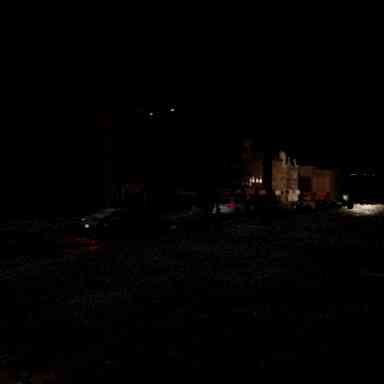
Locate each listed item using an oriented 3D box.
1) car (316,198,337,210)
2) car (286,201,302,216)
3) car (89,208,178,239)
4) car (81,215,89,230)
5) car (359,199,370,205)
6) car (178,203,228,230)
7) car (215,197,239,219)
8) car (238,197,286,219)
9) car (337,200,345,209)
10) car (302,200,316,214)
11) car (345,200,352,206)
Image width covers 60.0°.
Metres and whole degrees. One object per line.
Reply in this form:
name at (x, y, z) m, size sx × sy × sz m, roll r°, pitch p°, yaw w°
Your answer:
car at (19.845, 1.921, 50.036) m, size 1.967 × 1.590 × 4.097 m, roll -1°, pitch -1°, yaw 36°
car at (10.143, 1.848, 36.445) m, size 1.752 × 1.417 × 4.829 m, roll -1°, pitch -1°, yaw 36°
car at (-3.023, 1.702, 18.003) m, size 1.947 × 1.339 × 4.313 m, roll -1°, pitch -1°, yaw 36°
car at (-4.524, 1.681, 20.432) m, size 1.812 × 1.442 × 4.674 m, roll 0°, pitch -1°, yaw 36°
car at (42.710, 2.504, 82.060) m, size 1.947 × 1.339 × 4.313 m, roll -1°, pitch -1°, yaw 36°
car at (0.343, 1.708, 22.718) m, size 1.752 × 1.417 × 4.829 m, roll -1°, pitch -1°, yaw 36°
car at (4.222, 1.493, 32.679) m, size 2.150 × 2.045 × 5.566 m, roll 0°, pitch -1°, yaw 36°
car at (6.777, 1.588, 31.735) m, size 2.192 × 1.841 × 5.009 m, roll -1°, pitch -1°, yaw 36°
car at (23.111, 2.090, 54.609) m, size 2.008 × 1.369 × 4.403 m, roll -1°, pitch -1°, yaw 36°
car at (13.311, 1.813, 40.884) m, size 1.967 × 1.590 × 4.097 m, roll -1°, pitch -1°, yaw 36°
car at (29.644, 2.212, 63.760) m, size 2.008 × 1.369 × 4.403 m, roll -1°, pitch -1°, yaw 36°
